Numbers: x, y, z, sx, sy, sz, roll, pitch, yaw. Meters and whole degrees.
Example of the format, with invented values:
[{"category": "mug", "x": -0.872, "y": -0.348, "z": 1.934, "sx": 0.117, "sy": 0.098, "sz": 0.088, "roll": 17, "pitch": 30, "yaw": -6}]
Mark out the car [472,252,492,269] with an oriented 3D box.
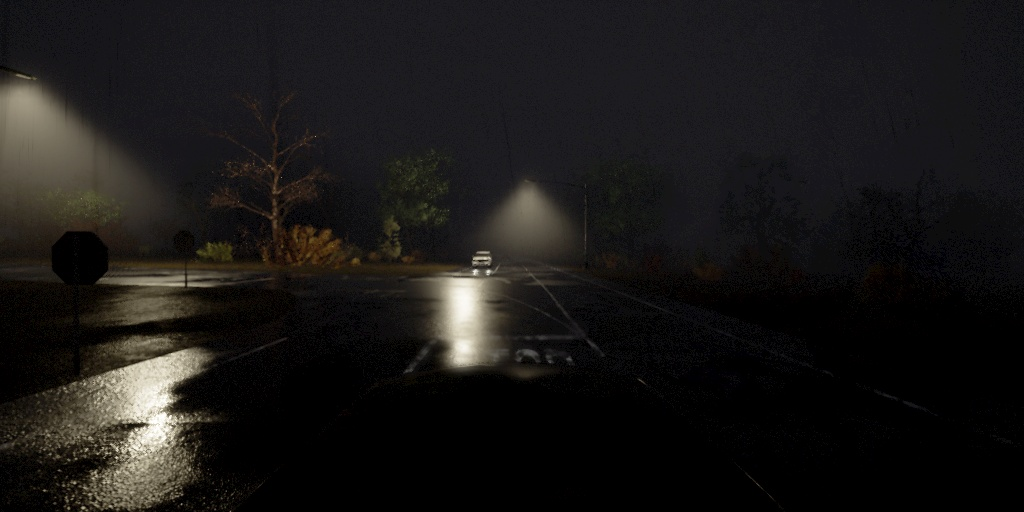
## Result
[{"category": "car", "x": -3.581, "y": 0.492, "z": 43.870, "sx": 2.150, "sy": 2.045, "sz": 5.566, "roll": 0, "pitch": 1, "yaw": 0}]
